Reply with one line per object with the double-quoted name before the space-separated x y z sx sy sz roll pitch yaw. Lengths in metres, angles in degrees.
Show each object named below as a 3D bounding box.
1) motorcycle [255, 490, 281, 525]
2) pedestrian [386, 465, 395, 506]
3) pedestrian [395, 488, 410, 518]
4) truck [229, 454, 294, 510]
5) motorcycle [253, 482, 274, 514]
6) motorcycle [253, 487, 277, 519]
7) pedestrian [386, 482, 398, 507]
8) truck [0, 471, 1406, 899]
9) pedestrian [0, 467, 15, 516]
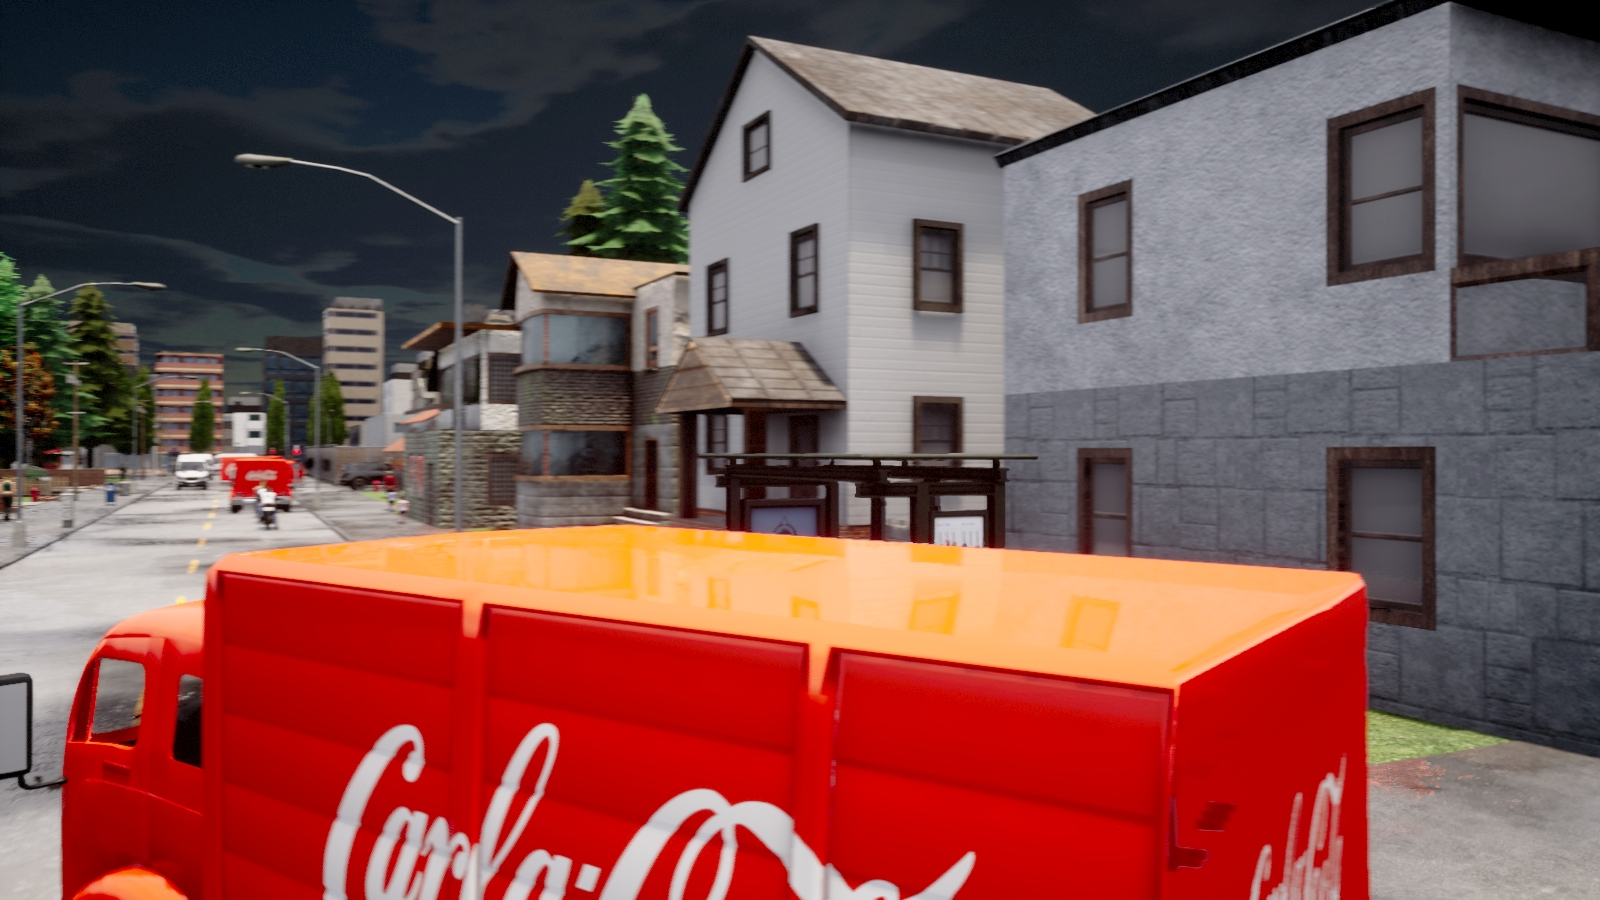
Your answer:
"motorcycle" -19.052 2.046 40.906 0.803 1.145 2.033 0 0 -26
"pedestrian" -18.688 1.597 52.153 0.375 1.860 0.375 0 0 -25
"pedestrian" -14.742 1.963 42.358 0.500 1.100 0.500 0 0 -25
"truck" -25.319 1.417 53.609 2.627 2.467 5.204 0 0 -27
"motorcycle" -22.793 2.012 48.486 0.764 1.277 2.356 0 0 -26
"motorcycle" -20.876 2.050 44.596 0.803 1.145 2.033 0 0 -26
"pedestrian" -18.142 1.976 50.804 0.500 1.100 0.500 0 0 -19
"truck" -0.826 1.355 4.332 5.204 2.467 2.627 0 0 36
"pedestrian" -30.343 1.569 43.760 0.375 1.860 0.375 0 0 -16
